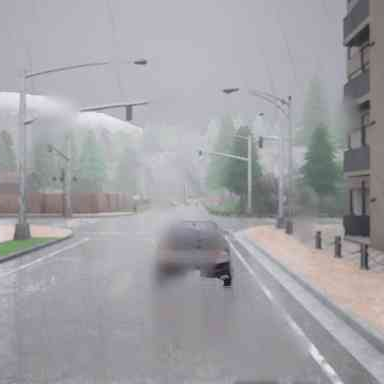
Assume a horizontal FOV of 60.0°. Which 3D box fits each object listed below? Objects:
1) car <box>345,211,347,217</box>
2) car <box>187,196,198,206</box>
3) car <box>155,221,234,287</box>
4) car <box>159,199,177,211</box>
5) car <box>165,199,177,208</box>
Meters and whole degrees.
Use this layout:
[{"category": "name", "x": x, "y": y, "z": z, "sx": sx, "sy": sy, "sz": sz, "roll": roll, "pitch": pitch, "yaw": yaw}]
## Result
[{"category": "car", "x": 16.285, "y": 1.754, "z": 29.726, "sx": 4.892, "sy": 1.490, "sz": 1.837, "roll": 0, "pitch": 0, "yaw": -1}, {"category": "car", "x": 0.061, "y": 1.766, "z": 69.272, "sx": 2.150, "sy": 2.045, "sz": 5.566, "roll": 0, "pitch": 0, "yaw": 0}, {"category": "car", "x": 0.059, "y": 1.569, "z": 9.559, "sx": 2.128, "sy": 1.511, "sz": 4.902, "roll": 0, "pitch": 0, "yaw": 0}, {"category": "car", "x": -3.618, "y": 1.862, "z": 47.067, "sx": 2.128, "sy": 1.511, "sz": 4.902, "roll": 0, "pitch": 0, "yaw": 0}, {"category": "car", "x": -3.612, "y": 1.975, "z": 57.168, "sx": 1.812, "sy": 1.442, "sz": 4.674, "roll": 0, "pitch": 0, "yaw": 0}]
